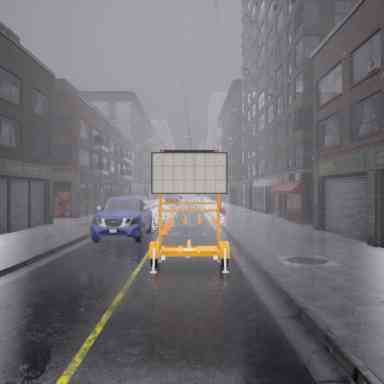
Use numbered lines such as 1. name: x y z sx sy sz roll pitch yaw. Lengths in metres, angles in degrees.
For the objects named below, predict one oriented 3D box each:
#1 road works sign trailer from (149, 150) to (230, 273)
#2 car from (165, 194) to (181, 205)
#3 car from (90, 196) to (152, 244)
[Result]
1. road works sign trailer: -0.081 0.464 10.627 2.380 3.560 2.880 0 0 0
2. car: -3.534 1.213 59.271 2.150 2.045 5.566 0 0 0
3. car: -3.224 1.220 16.235 2.150 2.045 5.566 0 0 0
